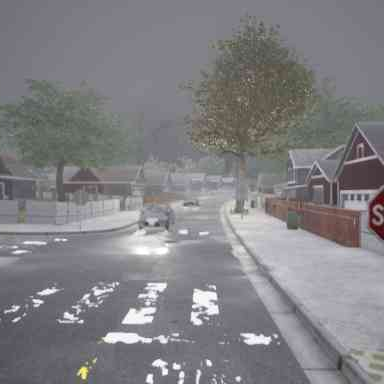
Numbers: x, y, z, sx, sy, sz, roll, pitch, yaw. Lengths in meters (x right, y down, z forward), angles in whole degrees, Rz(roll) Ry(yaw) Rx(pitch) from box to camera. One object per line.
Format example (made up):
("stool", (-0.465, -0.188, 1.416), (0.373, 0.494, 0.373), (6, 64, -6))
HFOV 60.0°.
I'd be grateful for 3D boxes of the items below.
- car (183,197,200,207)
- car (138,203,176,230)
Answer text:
("car", (-0.005, 1.372, 46.762), (1.994, 1.385, 4.181), (0, 0, 6))
("car", (-2.131, 1.480, 21.126), (2.128, 1.511, 4.902), (0, 0, 3))
